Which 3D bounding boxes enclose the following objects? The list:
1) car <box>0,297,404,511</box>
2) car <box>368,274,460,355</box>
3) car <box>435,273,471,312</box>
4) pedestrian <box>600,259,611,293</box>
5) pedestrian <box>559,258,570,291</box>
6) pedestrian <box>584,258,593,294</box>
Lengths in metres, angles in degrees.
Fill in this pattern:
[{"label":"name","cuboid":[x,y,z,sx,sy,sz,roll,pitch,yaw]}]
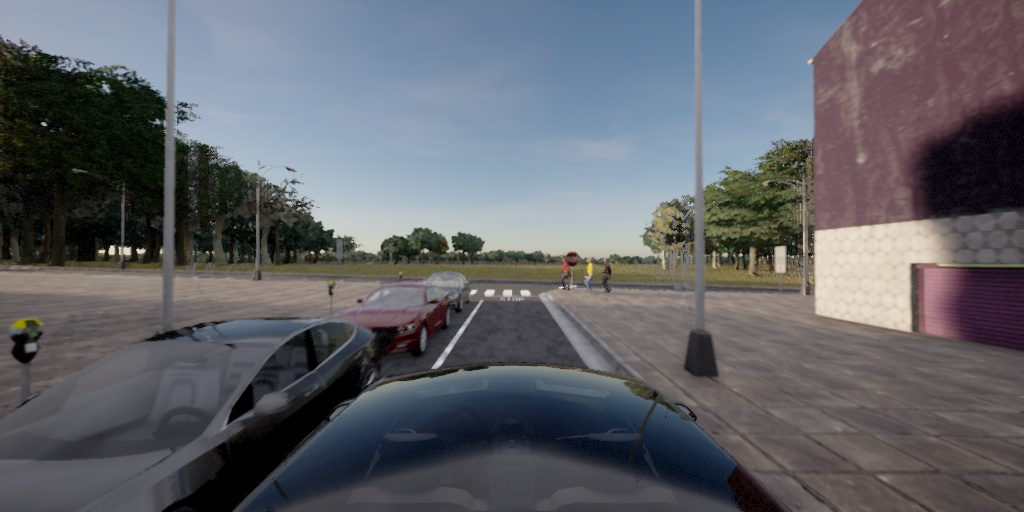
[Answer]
[{"label":"car","cuboid":[-2.637,1.322,3.258,1.948,1.339,4.313,0,0,0]},{"label":"car","cuboid":[-2.638,1.325,8.799,1.888,1.381,4.507,0,0,0]},{"label":"car","cuboid":[-2.640,1.353,14.340,2.007,1.370,4.403,0,0,0]},{"label":"pedestrian","cuboid":[4.959,1.005,18.688,0.375,1.860,0.375,1,-1,0]},{"label":"pedestrian","cuboid":[2.861,0.961,19.288,0.375,1.860,0.375,1,-1,0]},{"label":"pedestrian","cuboid":[3.960,0.958,18.088,0.375,1.860,0.375,1,-1,0]}]
